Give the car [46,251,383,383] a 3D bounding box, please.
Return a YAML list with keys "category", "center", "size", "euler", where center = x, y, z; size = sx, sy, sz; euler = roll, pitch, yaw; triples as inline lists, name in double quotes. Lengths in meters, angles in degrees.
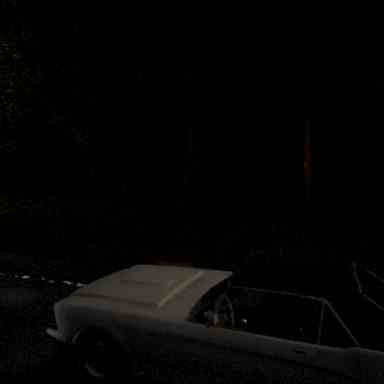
- category: "car"
  center: [0.745, 1.403, 3.713]
  size: [4.718, 1.301, 1.895]
  euler: [0, 3, 23]
